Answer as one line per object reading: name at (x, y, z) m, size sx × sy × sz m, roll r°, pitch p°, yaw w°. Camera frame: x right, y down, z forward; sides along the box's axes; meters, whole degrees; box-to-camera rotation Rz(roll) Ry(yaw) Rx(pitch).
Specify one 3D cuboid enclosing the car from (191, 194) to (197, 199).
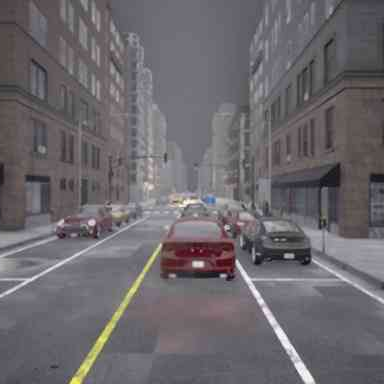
car at (0.567, 1.215, 95.145) m, size 1.882 × 1.535 × 5.008 m, roll 0°, pitch 0°, yaw 0°

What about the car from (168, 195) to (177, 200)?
car at (-4.891, 1.392, 83.448) m, size 1.947 × 1.339 × 4.313 m, roll 0°, pitch 0°, yaw 0°

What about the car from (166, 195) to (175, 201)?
car at (-4.927, 1.367, 77.596) m, size 1.752 × 1.417 × 4.829 m, roll 0°, pitch 0°, yaw 0°

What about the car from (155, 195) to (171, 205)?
car at (-5.065, 1.441, 55.039) m, size 2.008 × 1.369 × 4.403 m, roll 0°, pitch 0°, yaw 0°

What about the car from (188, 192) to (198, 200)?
car at (0.506, 1.173, 85.114) m, size 2.097 × 1.767 × 4.553 m, roll 0°, pitch 0°, yaw 0°

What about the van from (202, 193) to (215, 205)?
van at (2.960, 1.232, 54.999) m, size 1.690 × 1.788 × 3.998 m, roll 0°, pitch 0°, yaw 0°

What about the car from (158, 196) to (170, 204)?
car at (-5.030, 1.424, 60.721) m, size 1.887 × 1.381 × 4.507 m, roll 0°, pitch 0°, yaw 0°

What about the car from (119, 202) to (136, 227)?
car at (-5.265, 1.481, 22.270) m, size 1.752 × 1.417 × 4.829 m, roll 0°, pitch 0°, yaw 0°

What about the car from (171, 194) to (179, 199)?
car at (-4.822, 1.361, 94.811) m, size 1.947 × 1.339 × 4.313 m, roll 0°, pitch 0°, yaw 0°

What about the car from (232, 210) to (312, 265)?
car at (2.694, 1.529, 11.362) m, size 2.008 × 1.369 × 4.403 m, roll 0°, pitch 0°, yaw 0°

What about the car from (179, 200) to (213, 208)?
car at (0.235, 1.516, 24.442) m, size 1.994 × 1.385 × 4.181 m, roll 0°, pitch 0°, yaw 0°

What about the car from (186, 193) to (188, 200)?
car at (-2.330, 1.411, 70.922) m, size 1.994 × 1.385 × 4.181 m, roll 0°, pitch 0°, yaw 0°

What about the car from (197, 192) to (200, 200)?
car at (3.134, 1.142, 83.405) m, size 2.192 × 1.841 × 5.009 m, roll 0°, pitch 0°, yaw 0°

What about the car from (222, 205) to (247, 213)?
car at (2.728, 1.549, 16.881) m, size 1.802 × 1.307 × 4.206 m, roll 0°, pitch 0°, yaw 0°

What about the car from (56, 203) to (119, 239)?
car at (-5.297, 1.407, 16.922) m, size 1.967 × 1.590 × 4.097 m, roll 0°, pitch 0°, yaw 0°

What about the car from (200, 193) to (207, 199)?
car at (3.203, 1.236, 94.767) m, size 1.967 × 1.590 × 4.097 m, roll 0°, pitch 0°, yaw 0°

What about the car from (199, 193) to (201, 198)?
car at (3.099, 1.424, 77.724) m, size 1.802 × 1.307 × 4.206 m, roll 0°, pitch 0°, yaw 0°

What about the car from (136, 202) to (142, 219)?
car at (-5.230, 1.496, 27.958) m, size 2.008 × 1.369 × 4.403 m, roll 0°, pitch 0°, yaw 0°

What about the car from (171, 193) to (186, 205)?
car at (-2.501, 1.366, 56.036) m, size 1.882 × 1.535 × 5.008 m, roll 0°, pitch 0°, yaw 1°

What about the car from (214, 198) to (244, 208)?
car at (2.761, 1.397, 22.399) m, size 1.967 × 1.590 × 4.097 m, roll 0°, pitch 0°, yaw 0°

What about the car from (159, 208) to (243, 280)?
car at (0.153, 1.458, 9.952) m, size 1.882 × 1.535 × 5.008 m, roll 0°, pitch 0°, yaw 0°

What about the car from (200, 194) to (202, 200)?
car at (3.030, 1.450, 66.361) m, size 1.802 × 1.307 × 4.206 m, roll 0°, pitch 0°, yaw 0°
